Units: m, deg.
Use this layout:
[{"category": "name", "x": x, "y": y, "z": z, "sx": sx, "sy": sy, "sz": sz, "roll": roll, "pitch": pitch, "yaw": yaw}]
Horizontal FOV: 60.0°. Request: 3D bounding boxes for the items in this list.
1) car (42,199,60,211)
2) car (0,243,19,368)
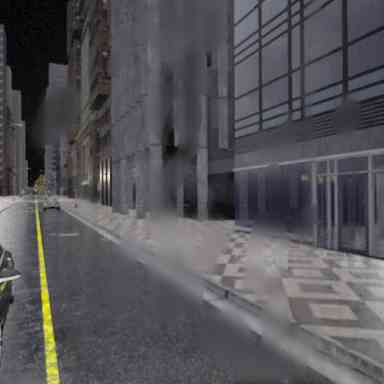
[{"category": "car", "x": -17.170, "y": 1.540, "z": 40.591, "sx": 2.033, "sy": 1.411, "sz": 5.357, "roll": 0, "pitch": 0, "yaw": -25}, {"category": "car", "x": -3.851, "y": 1.505, "z": 5.102, "sx": 1.837, "sy": 1.490, "sz": 4.892, "roll": 0, "pitch": 0, "yaw": -25}]
